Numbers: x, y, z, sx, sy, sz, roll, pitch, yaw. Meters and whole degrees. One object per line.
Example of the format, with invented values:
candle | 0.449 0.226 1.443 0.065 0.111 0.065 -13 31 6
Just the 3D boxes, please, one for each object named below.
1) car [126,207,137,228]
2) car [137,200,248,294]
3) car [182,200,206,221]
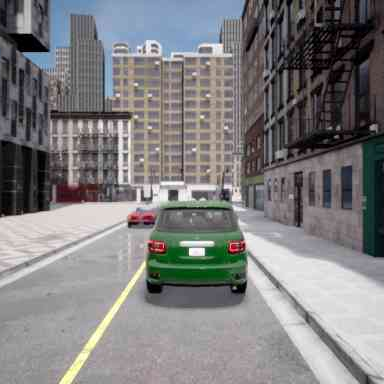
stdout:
car | -3.039 1.591 22.011 1.895 1.301 4.718 0 0 0
car | 0.118 1.220 8.955 2.150 2.045 5.566 0 0 1
car | 0.178 1.488 28.135 1.837 1.490 4.892 0 0 0
